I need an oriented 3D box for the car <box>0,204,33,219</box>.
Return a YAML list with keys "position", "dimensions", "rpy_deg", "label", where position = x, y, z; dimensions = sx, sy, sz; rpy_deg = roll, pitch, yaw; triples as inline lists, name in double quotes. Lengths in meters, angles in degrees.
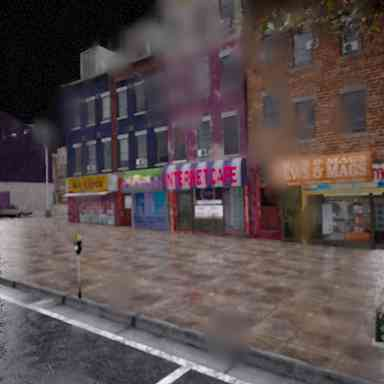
- position: [-17.341, 1.777, 30.059]
  dimensions: [2.033, 1.411, 5.357]
  rpy_deg: [-3, -2, 39]
  label: "car"
